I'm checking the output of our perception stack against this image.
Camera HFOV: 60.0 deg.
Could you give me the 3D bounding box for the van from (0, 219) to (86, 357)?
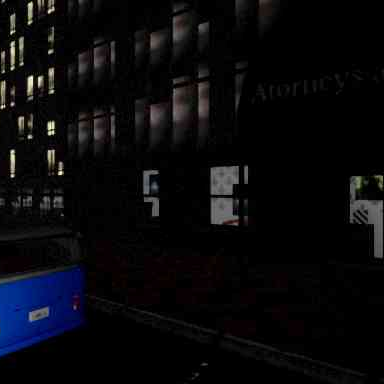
[{"bbox_3d":[-3.474,1.341,5.370,3.998,1.788,1.690,0,0,36],"label":"van"}]
